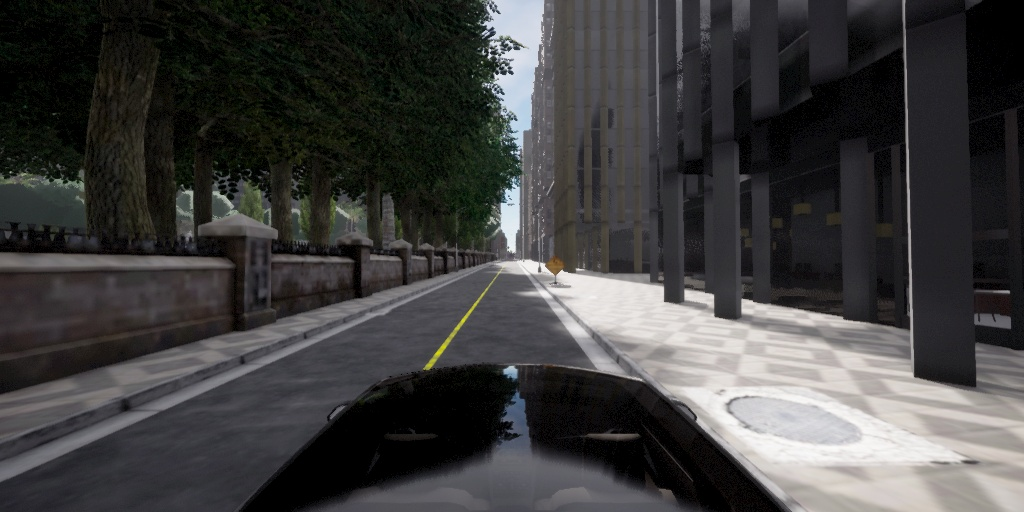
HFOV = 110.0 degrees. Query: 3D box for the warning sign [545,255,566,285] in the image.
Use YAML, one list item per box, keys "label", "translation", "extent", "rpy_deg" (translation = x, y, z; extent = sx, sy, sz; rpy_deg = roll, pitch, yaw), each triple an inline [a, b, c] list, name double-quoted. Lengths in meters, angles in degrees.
- label: "warning sign"
  translation: [2.717, 0.861, 22.310]
  extent: [1.300, 1.860, 1.060]
  rpy_deg: [0, 0, 0]
